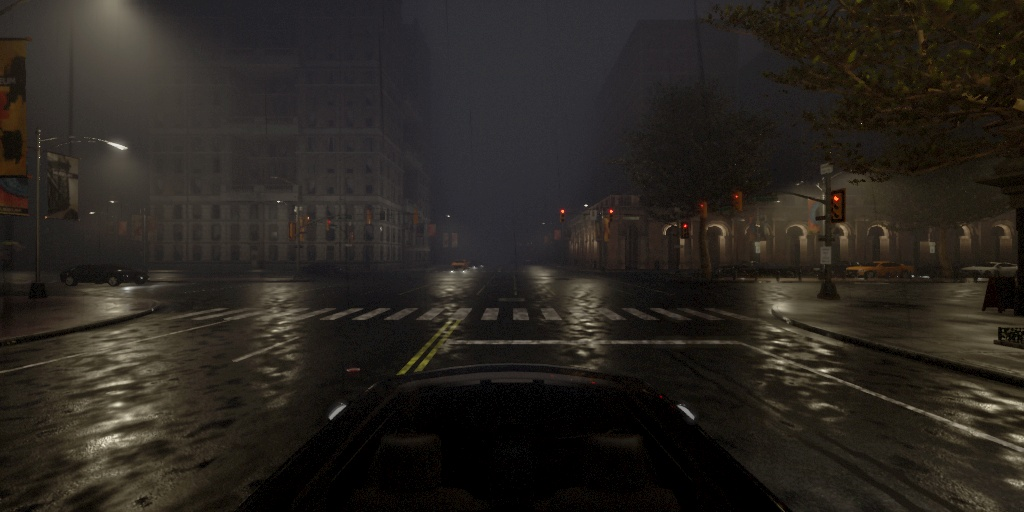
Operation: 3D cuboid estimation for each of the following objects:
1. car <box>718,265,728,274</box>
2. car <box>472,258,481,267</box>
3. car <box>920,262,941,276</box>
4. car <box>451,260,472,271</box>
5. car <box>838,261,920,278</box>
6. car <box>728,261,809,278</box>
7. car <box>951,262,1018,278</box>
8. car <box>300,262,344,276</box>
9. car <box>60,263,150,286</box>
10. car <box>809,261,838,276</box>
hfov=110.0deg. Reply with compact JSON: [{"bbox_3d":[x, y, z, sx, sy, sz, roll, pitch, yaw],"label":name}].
[{"bbox_3d":[23.289,1.241,35.911,4.902,1.511,2.128,0,0,0],"label":"car"},{"bbox_3d":[-7.154,1.313,63.701,1.994,1.385,4.181,0,0,1],"label":"car"},{"bbox_3d":[42.935,1.314,35.816,4.181,1.385,1.994,0,0,0],"label":"car"},{"bbox_3d":[-7.192,1.228,49.975,1.882,1.535,5.008,0,0,1],"label":"car"},{"bbox_3d":[33.053,1.228,32.368,5.008,1.535,1.882,0,0,0],"label":"car"},{"bbox_3d":[23.088,1.297,32.412,5.357,1.411,2.033,0,0,0],"label":"car"},{"bbox_3d":[43.279,1.276,32.316,4.674,1.442,1.812,0,0,1],"label":"car"},{"bbox_3d":[-19.326,1.314,36.186,4.181,1.385,1.994,0,0,-4],"label":"car"},{"bbox_3d":[-27.647,1.255,24.430,4.892,1.490,1.837,0,0,0],"label":"car"},{"bbox_3d":[32.886,1.241,35.872,4.902,1.511,2.128,0,0,0],"label":"car"}]
